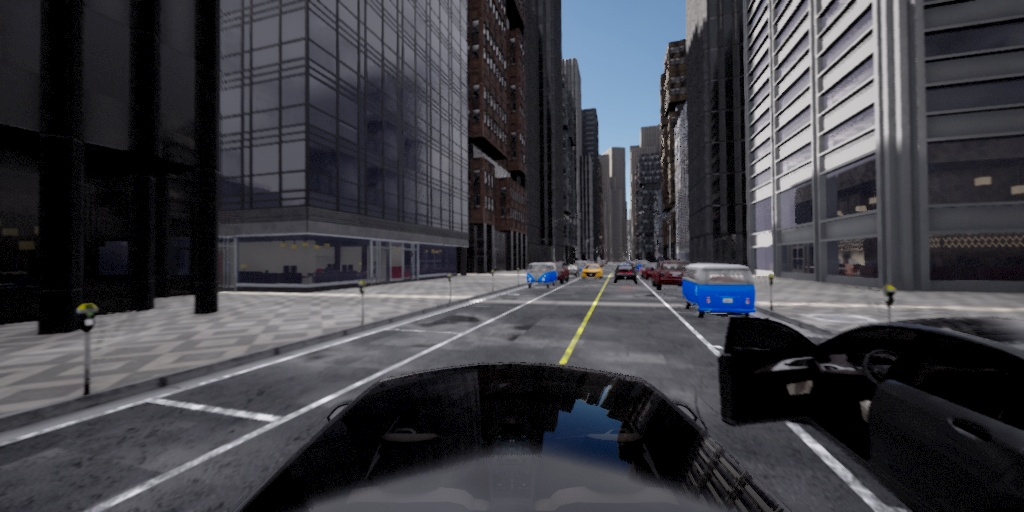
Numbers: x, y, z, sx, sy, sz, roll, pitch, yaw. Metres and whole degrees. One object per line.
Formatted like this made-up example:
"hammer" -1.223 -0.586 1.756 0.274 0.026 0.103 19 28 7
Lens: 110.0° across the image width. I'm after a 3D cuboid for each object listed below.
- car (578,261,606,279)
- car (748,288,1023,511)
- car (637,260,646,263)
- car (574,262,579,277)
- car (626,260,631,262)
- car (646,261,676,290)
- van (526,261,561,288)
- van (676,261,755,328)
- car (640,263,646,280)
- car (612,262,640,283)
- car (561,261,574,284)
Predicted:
"car" 8.359 1.577 37.165 1.882 1.535 5.008 -1 -1 17
"car" 3.748 1.233 2.728 1.837 1.490 4.892 -1 -1 17
"car" 15.168 1.508 39.701 1.967 1.591 4.097 0 0 17
"car" 6.994 1.722 42.119 2.007 1.370 4.403 0 0 17
"car" 13.834 1.634 44.705 2.128 1.511 4.902 -1 -1 17
"car" 10.376 1.232 23.571 2.192 1.841 5.009 0 0 17
"van" 2.201 1.361 25.988 1.690 1.789 3.998 0 0 17
"van" 7.181 1.158 12.818 1.690 1.789 3.998 0 0 17
"car" 13.571 1.563 34.324 1.888 1.381 4.507 0 0 17
"car" 9.847 1.520 31.241 1.837 1.490 4.892 -1 0 17
"car" 3.799 1.385 31.365 2.192 1.841 5.009 0 0 17
